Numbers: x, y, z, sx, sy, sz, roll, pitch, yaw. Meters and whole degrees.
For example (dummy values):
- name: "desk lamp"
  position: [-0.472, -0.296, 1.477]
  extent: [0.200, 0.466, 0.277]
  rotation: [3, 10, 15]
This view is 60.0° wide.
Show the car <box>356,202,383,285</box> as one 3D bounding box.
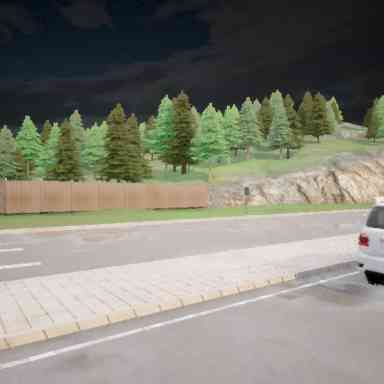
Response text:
- name: "car"
  position: [6.307, 1.222, 8.237]
  extent: [5.566, 2.045, 2.150]
  rotation: [0, 0, -35]
